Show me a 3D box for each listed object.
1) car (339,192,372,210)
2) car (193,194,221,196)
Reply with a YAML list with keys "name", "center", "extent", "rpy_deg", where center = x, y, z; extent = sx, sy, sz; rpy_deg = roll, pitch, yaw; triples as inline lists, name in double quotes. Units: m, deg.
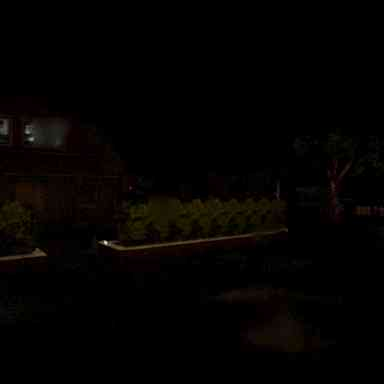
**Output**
- name: "car"
  center: [17.452, 0.960, 36.235]
  extent: [3.866, 1.878, 1.905]
  rpy_deg: [0, 0, 0]
- name: "car"
  center: [1.831, 1.208, 30.197]
  extent: [2.150, 2.045, 5.566]
  rpy_deg: [0, 0, -35]
